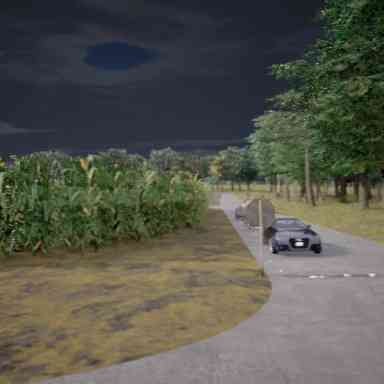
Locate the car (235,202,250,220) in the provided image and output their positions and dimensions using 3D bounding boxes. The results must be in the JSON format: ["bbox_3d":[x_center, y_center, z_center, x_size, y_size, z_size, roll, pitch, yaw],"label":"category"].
[{"bbox_3d":[5.605,2.137,35.188,1.994,1.385,4.181,-1,-1,4],"label":"car"}]

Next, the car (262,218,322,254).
[{"bbox_3d":[4.345,1.905,15.120,1.994,1.385,4.181,-1,-1,3],"label":"car"}]

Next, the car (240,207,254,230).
[{"bbox_3d":[4.964,2.080,25.002,1.895,1.301,4.718,-1,-1,4],"label":"car"}]
